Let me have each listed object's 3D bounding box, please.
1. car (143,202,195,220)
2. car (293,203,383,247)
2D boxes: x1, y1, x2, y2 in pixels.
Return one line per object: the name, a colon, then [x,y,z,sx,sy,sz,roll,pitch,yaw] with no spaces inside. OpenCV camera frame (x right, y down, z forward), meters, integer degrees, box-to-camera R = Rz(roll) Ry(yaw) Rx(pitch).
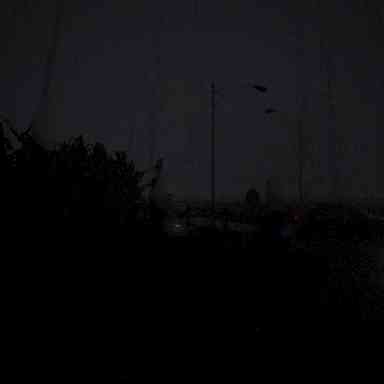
car: [-1.948,1.476,26.145,2.033,1.411,5.357,0,0,-36]
car: [7.051,1.321,14.994,4.553,1.767,2.097,0,0,42]
